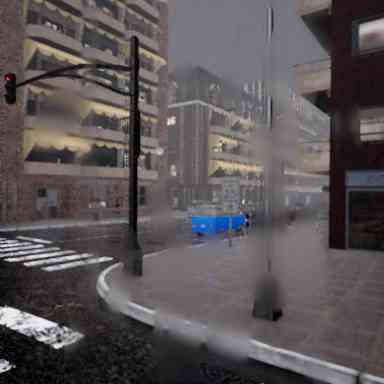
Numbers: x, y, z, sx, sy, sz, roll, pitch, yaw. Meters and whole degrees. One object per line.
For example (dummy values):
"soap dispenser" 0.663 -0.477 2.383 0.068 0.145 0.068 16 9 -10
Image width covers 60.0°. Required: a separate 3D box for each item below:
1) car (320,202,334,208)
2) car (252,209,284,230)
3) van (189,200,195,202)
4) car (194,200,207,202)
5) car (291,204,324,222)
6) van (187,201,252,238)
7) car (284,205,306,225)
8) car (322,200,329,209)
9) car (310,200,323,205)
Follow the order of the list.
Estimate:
"car" 29.938 2.889 73.766 1.887 1.381 4.507 -1 -1 35
"car" 4.714 1.941 23.803 1.947 1.339 4.313 -1 -1 35
"van" 1.085 1.730 33.114 1.690 1.788 3.998 -1 -1 35
"car" 2.590 1.749 30.724 2.097 1.767 4.553 1 -1 35
"car" 11.126 2.139 32.838 2.008 1.369 4.403 -1 -1 35
"van" 1.647 1.612 19.191 1.690 1.788 3.998 -1 -1 35
"car" 7.920 2.064 28.319 1.802 1.307 4.206 -1 -1 35
"car" 26.733 2.554 69.252 2.192 1.841 5.009 -1 -1 35
"car" 23.525 2.715 64.730 1.802 1.307 4.206 -1 -1 35
